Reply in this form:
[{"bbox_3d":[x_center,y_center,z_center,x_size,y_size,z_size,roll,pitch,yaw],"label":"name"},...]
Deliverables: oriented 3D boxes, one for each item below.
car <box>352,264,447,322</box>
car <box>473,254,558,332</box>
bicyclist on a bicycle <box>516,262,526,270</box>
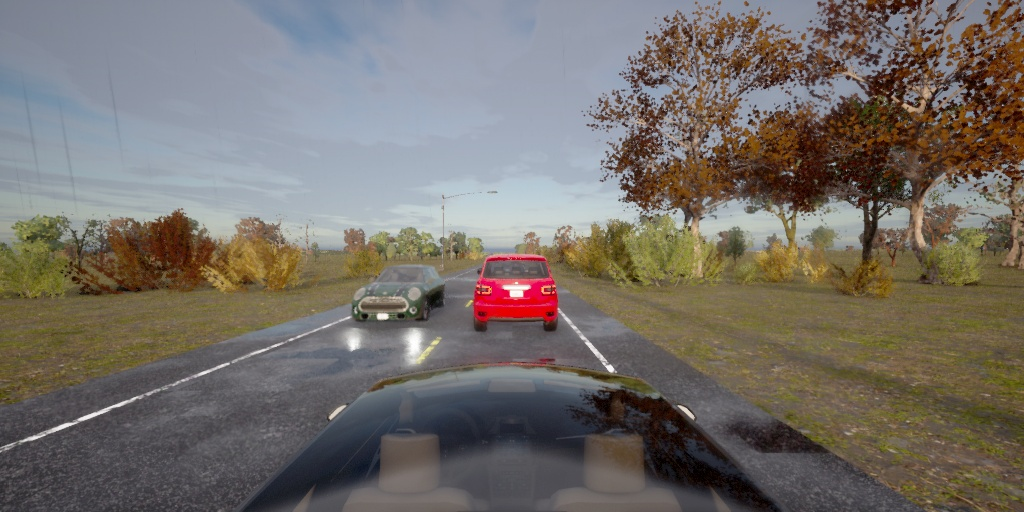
[{"bbox_3d":[-3.623,1.098,12.260,2.097,1.767,4.553,0,0,0],"label":"car"},{"bbox_3d":[0.079,0.968,11.020,2.150,2.045,5.566,0,0,-1],"label":"car"},{"bbox_3d":[0.861,1.110,30.199,0.659,1.776,1.843,0,0,0],"label":"bicyclist on a bicycle"}]
